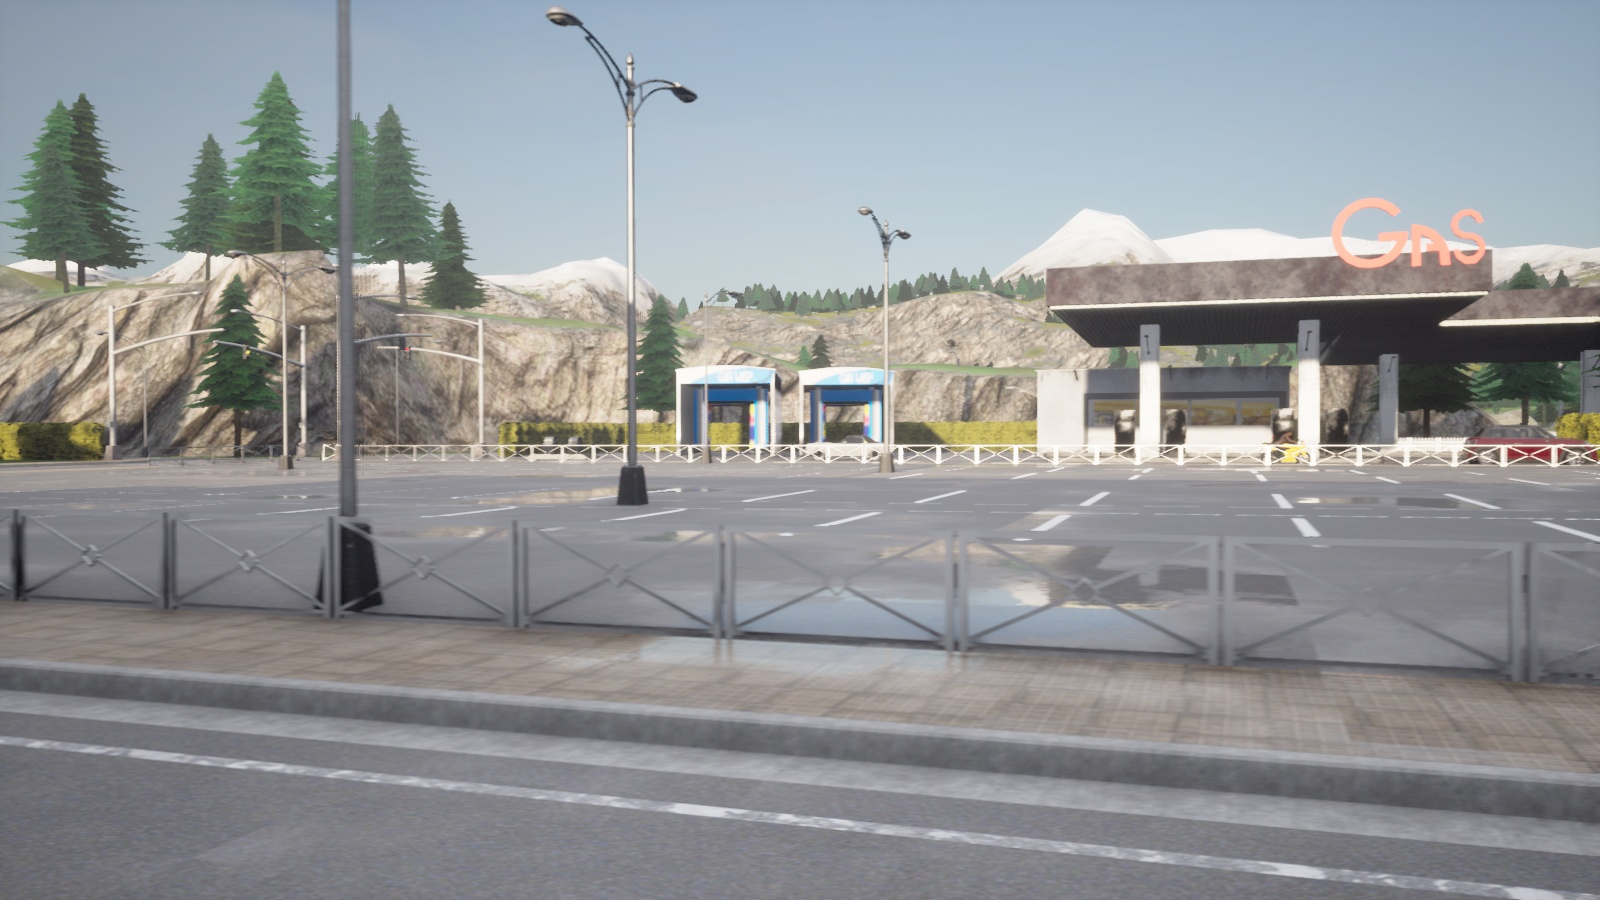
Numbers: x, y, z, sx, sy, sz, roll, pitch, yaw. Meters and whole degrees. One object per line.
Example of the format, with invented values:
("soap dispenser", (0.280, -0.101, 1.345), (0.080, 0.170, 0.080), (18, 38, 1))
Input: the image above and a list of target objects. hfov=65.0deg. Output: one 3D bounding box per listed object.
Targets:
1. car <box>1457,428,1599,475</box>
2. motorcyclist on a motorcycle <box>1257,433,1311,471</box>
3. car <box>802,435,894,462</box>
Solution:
("car", (28.475, 0.020, 49.187), (4.553, 1.767, 2.097), (1, 1, 19))
("motorcyclist on a motorcycle", (20.072, 0.066, 52.069), (2.044, 1.523, 0.797), (1, 1, 19))
("car", (2.521, -0.090, 65.027), (4.718, 1.301, 1.895), (0, 1, 4))
